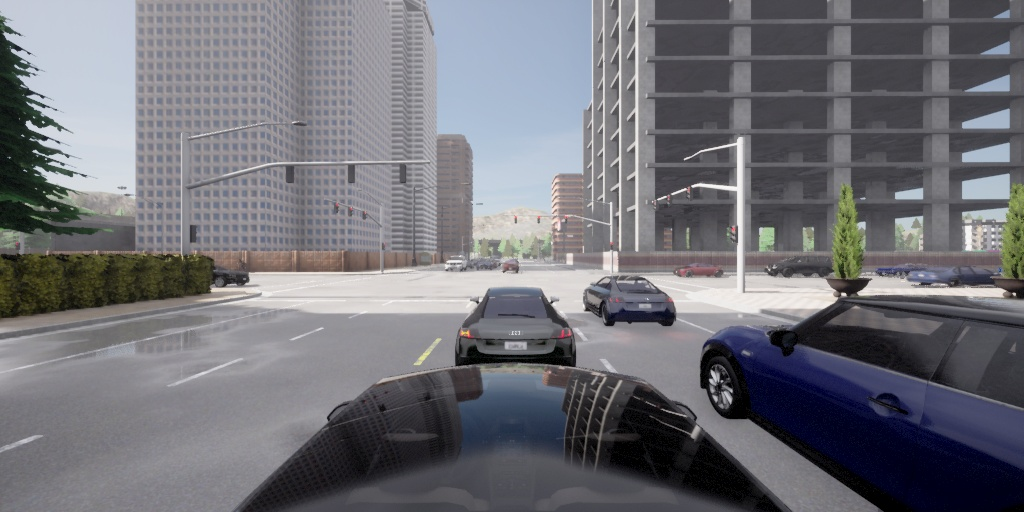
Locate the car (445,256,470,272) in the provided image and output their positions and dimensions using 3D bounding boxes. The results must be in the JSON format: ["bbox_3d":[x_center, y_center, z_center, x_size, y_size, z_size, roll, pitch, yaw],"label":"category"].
[{"bbox_3d":[-7.263,0.971,47.061,2.150,2.045,5.566,0,0,1],"label":"car"}]

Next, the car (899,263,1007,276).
[{"bbox_3d":[28.761,1.297,22.999,5.357,1.411,2.033,0,0,0],"label":"car"}]

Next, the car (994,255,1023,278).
[{"bbox_3d":[49.307,0.971,33.502,5.566,2.045,2.150,0,0,1],"label":"car"}]

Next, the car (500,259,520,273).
[{"bbox_3d":[-0.118,1.275,44.698,1.812,1.442,4.674,0,0,2],"label":"car"}]

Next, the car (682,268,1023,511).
[{"bbox_3d":[3.600,1.102,3.036,2.097,1.767,4.553,0,0,0],"label":"car"}]

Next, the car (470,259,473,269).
[{"bbox_3d":[-7.124,1.314,56.480,1.994,1.385,4.181,0,0,1],"label":"car"}]

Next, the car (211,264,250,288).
[{"bbox_3d":[-19.869,1.228,23.319,5.008,1.535,1.882,0,0,1],"label":"car"}]

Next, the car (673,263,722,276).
[{"bbox_3d":[17.511,1.314,33.774,4.181,1.385,1.994,0,0,0],"label":"car"}]

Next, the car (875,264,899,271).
[{"bbox_3d":[37.106,1.351,33.638,4.718,1.301,1.895,0,0,0],"label":"car"}]

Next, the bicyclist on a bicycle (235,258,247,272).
[{"bbox_3d":[-29.385,1.051,38.866,0.582,1.620,1.656,0,0,0],"label":"bicyclist on a bicycle"}]

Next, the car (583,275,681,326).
[{"bbox_3d":[3.578,1.314,11.639,1.994,1.385,4.181,0,0,0],"label":"car"}]

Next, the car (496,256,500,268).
[{"bbox_3d":[-3.579,1.102,58.765,2.097,1.767,4.553,0,0,1],"label":"car"}]

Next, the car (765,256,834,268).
[{"bbox_3d":[26.978,0.972,33.713,5.566,2.045,2.150,0,0,1],"label":"car"}]

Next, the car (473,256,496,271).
[{"bbox_3d":[-3.721,1.102,50.020,2.097,1.767,4.553,0,0,1],"label":"car"}]

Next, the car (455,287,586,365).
[{"bbox_3d":[0.059,1.314,7.379,1.994,1.385,4.181,0,0,0],"label":"car"}]
